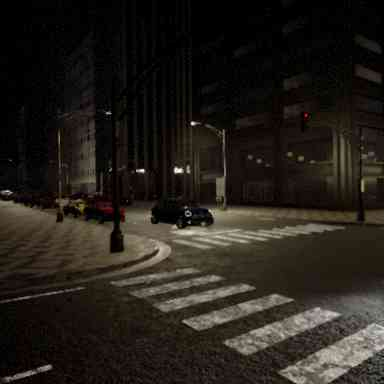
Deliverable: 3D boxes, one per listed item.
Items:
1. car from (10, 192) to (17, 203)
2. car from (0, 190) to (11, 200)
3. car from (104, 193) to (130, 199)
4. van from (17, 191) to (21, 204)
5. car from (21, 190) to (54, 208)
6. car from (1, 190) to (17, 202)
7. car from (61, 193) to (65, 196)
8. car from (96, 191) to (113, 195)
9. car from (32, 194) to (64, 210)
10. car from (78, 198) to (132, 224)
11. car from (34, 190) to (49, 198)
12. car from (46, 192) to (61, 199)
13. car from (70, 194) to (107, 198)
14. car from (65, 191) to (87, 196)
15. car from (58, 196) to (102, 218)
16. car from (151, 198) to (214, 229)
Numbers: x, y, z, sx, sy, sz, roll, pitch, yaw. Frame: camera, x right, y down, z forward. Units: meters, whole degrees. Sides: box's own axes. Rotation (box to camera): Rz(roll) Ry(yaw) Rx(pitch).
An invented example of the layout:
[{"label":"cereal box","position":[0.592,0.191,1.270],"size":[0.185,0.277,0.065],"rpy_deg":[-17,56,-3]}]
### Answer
[{"label":"car","position":[-25.884,1.081,50.543],"size":[2.008,1.369,4.403],"rpy_deg":[0,1,-36]},{"label":"car","position":[-39.059,0.620,68.777],"size":[2.192,1.841,5.009],"rpy_deg":[0,1,-36]},{"label":"car","position":[-9.091,1.110,41.854],"size":[1.947,1.339,4.313],"rpy_deg":[-1,1,-36]},{"label":"van","position":[-22.591,0.925,45.981],"size":[1.690,1.788,3.998],"rpy_deg":[-1,1,-36]},{"label":"car","position":[-19.297,0.951,41.421],"size":[2.192,1.841,5.009],"rpy_deg":[-1,1,-36]},{"label":"car","position":[-32.471,0.859,59.661],"size":[1.967,1.590,4.097],"rpy_deg":[0,1,-36]},{"label":"car","position":[-25.558,0.859,64.651],"size":[1.802,1.307,4.206],"rpy_deg":[0,1,-36]},{"label":"car","position":[-12.385,0.809,46.410],"size":[2.192,1.841,5.009],"rpy_deg":[-1,1,-36]},{"label":"car","position":[-16.003,1.231,36.864],"size":[1.887,1.381,4.507],"rpy_deg":[-1,1,-36]},{"label":"car","position":[-6.122,1.371,23.186],"size":[1.887,1.381,4.507],"rpy_deg":[-1,1,-36]},{"label":"car","position":[-35.439,0.420,78.324],"size":[2.192,1.841,5.009],"rpy_deg":[0,1,-36]},{"label":"car","position":[-28.852,0.765,69.209],"size":[1.887,1.381,4.507],"rpy_deg":[0,1,-36]},{"label":"car","position":[-10.777,1.248,34.335],"size":[1.994,1.385,4.181],"rpy_deg":[-1,1,-36]},{"label":"car","position":[-18.972,0.704,55.529],"size":[2.192,1.841,5.009],"rpy_deg":[0,1,-36]},{"label":"car","position":[-9.316,1.308,27.607],"size":[1.752,1.417,4.829],"rpy_deg":[-1,1,-36]},{"label":"car","position":[-0.667,1.178,20.325],"size":[2.097,1.767,4.553],"rpy_deg":[-1,1,-36]}]
